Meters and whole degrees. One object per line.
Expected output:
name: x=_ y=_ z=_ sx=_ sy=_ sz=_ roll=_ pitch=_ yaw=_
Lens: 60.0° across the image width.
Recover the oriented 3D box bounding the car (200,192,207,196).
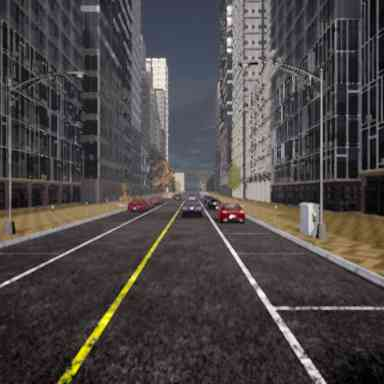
car: x=2.695 y=1.219 z=63.651 sx=1.947 sy=1.339 sz=4.313 roll=0 pitch=0 yaw=0

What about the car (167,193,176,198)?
car: x=-5.684 y=1.017 z=92.124 sx=2.008 sy=1.369 sz=4.403 roll=0 pitch=0 yaw=0

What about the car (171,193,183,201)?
car: x=-2.997 y=1.094 z=71.015 sx=1.837 sy=1.490 sz=4.892 roll=0 pitch=0 yaw=0

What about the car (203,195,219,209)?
car: x=2.693 y=1.355 z=40.883 sx=1.947 sy=1.339 sz=4.313 roll=0 pitch=0 yaw=0

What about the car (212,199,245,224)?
car: x=2.693 y=1.428 z=23.806 sx=1.887 sy=1.381 sz=4.507 roll=0 pitch=0 yaw=0

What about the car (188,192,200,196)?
car: x=0.006 y=1.136 z=59.321 sx=2.033 sy=1.649 sz=4.856 roll=0 pitch=0 yaw=0

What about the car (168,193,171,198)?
car: x=-5.684 y=1.031 z=86.260 sx=1.752 sy=1.417 sz=4.829 roll=0 pitch=0 yaw=0

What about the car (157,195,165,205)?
car: x=-5.686 y=1.267 z=52.275 sx=1.887 sy=1.381 sz=4.507 roll=0 pitch=0 yaw=0

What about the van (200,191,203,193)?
van: x=2.696 y=0.959 z=69.343 sx=1.690 sy=1.788 sz=3.998 roll=0 pitch=0 yaw=0

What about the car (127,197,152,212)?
car: x=-5.687 y=1.366 z=35.197 sx=1.887 sy=1.381 sz=4.507 roll=0 pitch=0 yaw=0

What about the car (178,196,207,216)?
car: x=0.016 y=1.407 z=30.237 sx=2.033 sy=1.411 sz=5.357 roll=0 pitch=0 yaw=0

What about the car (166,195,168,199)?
car: x=-5.686 y=1.254 z=57.968 sx=1.947 sy=1.339 sz=4.313 roll=0 pitch=0 yaw=0

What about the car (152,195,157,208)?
car: x=-5.687 y=1.370 z=40.891 sx=1.802 sy=1.307 sz=4.206 roll=0 pitch=0 yaw=0

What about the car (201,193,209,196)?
car: x=2.694 y=1.288 z=52.267 sx=1.947 sy=1.339 sz=4.313 roll=0 pitch=0 yaw=0

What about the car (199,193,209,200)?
car: x=2.696 y=1.021 z=75.035 sx=1.967 sy=1.590 sz=4.097 roll=0 pitch=0 yaw=0
